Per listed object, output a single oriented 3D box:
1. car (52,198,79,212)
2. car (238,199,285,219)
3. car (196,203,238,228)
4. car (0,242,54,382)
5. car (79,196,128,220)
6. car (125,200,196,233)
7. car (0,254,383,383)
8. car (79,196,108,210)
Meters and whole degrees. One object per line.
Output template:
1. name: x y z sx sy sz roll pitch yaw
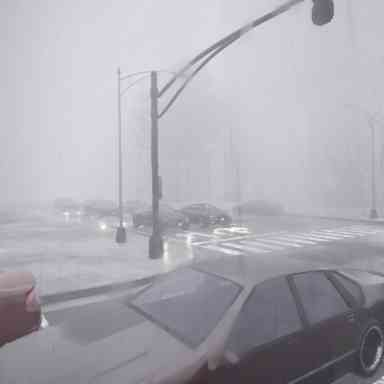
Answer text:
1. car: -13.772 1.321 36.311 2.033 1.411 5.357 -1 1 -36
2. car: 5.261 1.306 26.774 1.812 1.442 4.674 -1 1 -36
3. car: 0.676 1.454 21.665 1.994 1.385 4.181 -1 1 -36
4. car: -4.144 1.545 3.702 4.507 1.381 1.887 0 -1 -36
5. car: -7.425 1.339 27.414 1.882 1.535 5.008 -1 1 -35
6. car: -1.990 1.463 19.807 1.812 1.442 4.674 -1 1 -35
7. car: 0.593 1.547 3.989 5.357 1.411 2.033 0 0 -35
8. car: -11.470 1.247 38.698 1.812 1.442 4.674 -1 1 -35
